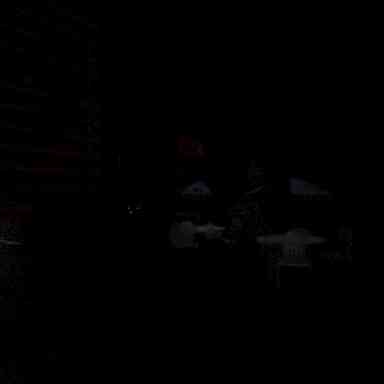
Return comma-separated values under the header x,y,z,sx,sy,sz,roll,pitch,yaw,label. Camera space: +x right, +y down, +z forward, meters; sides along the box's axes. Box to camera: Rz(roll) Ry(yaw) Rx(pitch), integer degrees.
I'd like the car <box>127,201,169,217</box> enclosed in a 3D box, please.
x,y,z,sx,sy,sz,roll,pitch,yaw,label
-4.274,1.638,32.593,1.812,1.442,4.674,0,0,36,car

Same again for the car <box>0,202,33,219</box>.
x,y,z,sx,sy,sz,roll,pitch,yaw,label
-16.251,1.595,28.420,1.882,1.535,5.008,0,0,36,car
